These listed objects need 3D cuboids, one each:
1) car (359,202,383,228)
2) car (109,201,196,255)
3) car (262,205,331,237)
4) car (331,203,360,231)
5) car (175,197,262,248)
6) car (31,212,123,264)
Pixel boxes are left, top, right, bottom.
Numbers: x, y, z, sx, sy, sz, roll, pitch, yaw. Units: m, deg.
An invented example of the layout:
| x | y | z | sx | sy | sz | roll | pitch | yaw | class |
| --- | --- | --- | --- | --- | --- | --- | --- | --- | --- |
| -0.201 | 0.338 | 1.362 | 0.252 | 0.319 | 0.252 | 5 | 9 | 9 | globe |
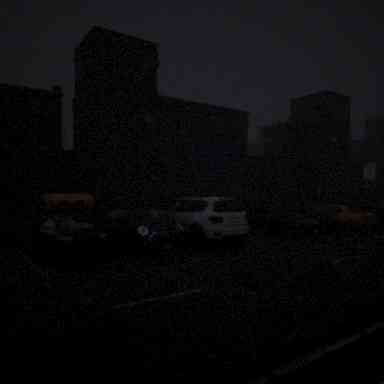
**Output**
| x | y | z | sx | sy | sz | roll | pitch | yaw | class |
| --- | --- | --- | --- | --- | --- | --- | --- | --- | --- |
| 9.195 | 1.487 | 21.758 | 1.946 | 1.575 | 5.366 | 0 | 0 | -35 | car |
| -2.131 | 1.357 | 13.645 | 2.185 | 1.767 | 4.553 | 0 | 0 | -35 | car |
| 4.764 | 1.514 | 18.396 | 2.163 | 1.488 | 4.792 | 0 | 0 | -35 | car |
| 7.040 | 1.516 | 19.988 | 2.163 | 1.488 | 4.792 | 0 | 0 | -35 | car |
| 0.176 | 1.231 | 15.255 | 2.435 | 2.045 | 5.566 | 0 | 0 | -35 | car |
| -4.462 | 1.524 | 11.971 | 2.002 | 1.452 | 4.674 | 0 | 0 | -35 | car |
